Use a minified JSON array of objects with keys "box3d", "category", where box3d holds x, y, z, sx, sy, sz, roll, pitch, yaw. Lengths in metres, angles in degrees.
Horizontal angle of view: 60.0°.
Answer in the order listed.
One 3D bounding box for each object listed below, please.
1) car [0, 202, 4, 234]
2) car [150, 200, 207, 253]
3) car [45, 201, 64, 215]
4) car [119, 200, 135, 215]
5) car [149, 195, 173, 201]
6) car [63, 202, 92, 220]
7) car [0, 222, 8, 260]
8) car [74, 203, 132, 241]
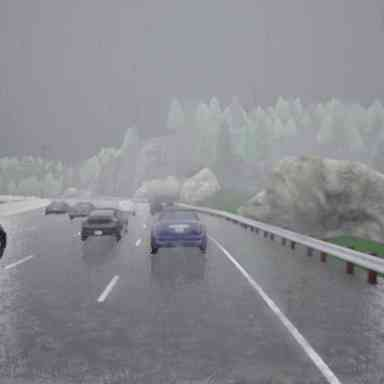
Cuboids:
[{"box3d":[-11.310,1.411,16.115,2.097,1.767,4.553,0,0,-5],"category":"car"},{"box3d":[-0.606,1.386,14.030,2.097,1.767,4.553,0,0,-4],"category":"car"},{"box3d":[-14.155,1.674,35.390,1.994,1.385,4.181,0,0,-11],"category":"car"},{"box3d":[-6.971,1.621,35.126,1.812,1.442,4.674,0,0,-11],"category":"car"},{"box3d":[-3.019,1.305,33.134,2.150,2.045,5.566,0,0,-10],"category":"car"},{"box3d":[-9.406,1.634,29.073,2.033,1.411,5.357,0,0,-9],"category":"car"},{"box3d":[-7.244,1.256,8.951,2.150,2.045,5.566,0,0,-3],"category":"car"},{"box3d":[-4.379,1.554,17.154,1.837,1.490,4.892,0,0,-5],"category":"car"}]
